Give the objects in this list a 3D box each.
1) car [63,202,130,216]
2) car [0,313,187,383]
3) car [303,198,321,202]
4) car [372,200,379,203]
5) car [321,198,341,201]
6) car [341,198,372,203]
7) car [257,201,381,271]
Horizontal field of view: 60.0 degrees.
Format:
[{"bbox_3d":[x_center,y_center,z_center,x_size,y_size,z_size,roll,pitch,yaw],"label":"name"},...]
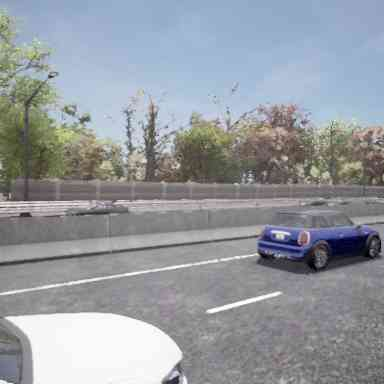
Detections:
[{"bbox_3d":[-7.028,1.499,24.764,4.902,1.511,2.128,0,0,-35],"label":"car"},{"bbox_3d":[-2.182,1.525,2.190,4.674,1.442,1.812,0,0,-36],"label":"car"},{"bbox_3d":[16.954,1.554,46.146,4.902,1.511,2.128,0,0,-35],"label":"car"},{"bbox_3d":[23.007,1.609,37.579,5.357,1.411,2.033,0,0,-35],"label":"car"},{"bbox_3d":[19.714,1.556,43.818,4.902,1.511,2.128,0,0,-35],"label":"car"},{"bbox_3d":[20.623,1.538,40.175,5.008,1.535,1.882,0,0,-35],"label":"car"},{"bbox_3d":[4.363,1.362,11.157,4.553,1.767,2.097,0,0,-35],"label":"car"}]
